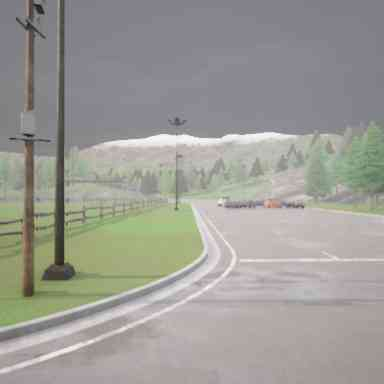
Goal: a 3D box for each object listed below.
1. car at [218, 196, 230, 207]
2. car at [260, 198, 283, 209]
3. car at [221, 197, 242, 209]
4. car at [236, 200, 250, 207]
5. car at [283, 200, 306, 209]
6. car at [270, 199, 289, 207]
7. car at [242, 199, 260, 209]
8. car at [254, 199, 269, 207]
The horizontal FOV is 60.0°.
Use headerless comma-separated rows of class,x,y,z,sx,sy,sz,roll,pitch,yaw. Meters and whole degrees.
car,6.293,1.745,64.011,2.150,2.045,5.566,0,0,-1
car,13.395,1.843,55.502,2.097,1.767,4.553,0,0,-1
car,6.403,2.010,53.922,1.994,1.385,4.181,0,0,-1
car,9.791,2.141,64.049,1.895,1.301,4.718,0,0,-1
car,16.910,2.101,54.512,1.895,1.301,4.718,0,0,0
car,16.791,2.121,64.103,2.033,1.411,5.357,0,0,-1
car,9.132,2.010,54.427,2.033,1.411,5.357,0,0,23
car,13.291,2.121,64.061,1.994,1.385,4.181,0,0,-1
